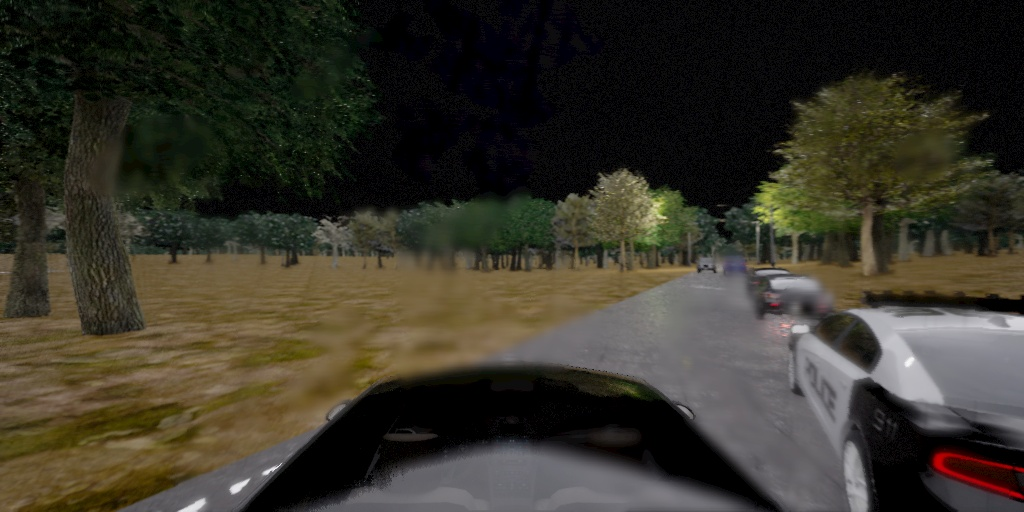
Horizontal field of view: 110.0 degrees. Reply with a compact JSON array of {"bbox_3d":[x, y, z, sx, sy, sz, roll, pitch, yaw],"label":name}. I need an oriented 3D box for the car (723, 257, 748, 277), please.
[{"bbox_3d":[24.873,1.144,39.915,2.150,2.045,5.566,-1,-1,31],"label":"car"}]

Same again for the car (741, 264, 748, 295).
[{"bbox_3d":[12.212,1.301,17.073,1.837,1.490,4.892,-1,-1,31],"label":"car"}]

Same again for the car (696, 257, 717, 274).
[{"bbox_3d":[25.483,1.209,46.895,2.150,2.045,5.566,-1,-1,31],"label":"car"}]

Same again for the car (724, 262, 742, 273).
[{"bbox_3d":[31.184,1.535,50.705,2.033,1.411,5.357,-1,-1,31],"label":"car"}]

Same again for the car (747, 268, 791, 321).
[{"bbox_3d":[9.136,1.296,11.922,1.812,1.442,4.674,-1,-1,31],"label":"car"}]

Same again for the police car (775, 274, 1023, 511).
[{"bbox_3d":[4.061,1.159,3.432,1.930,1.638,5.238,-1,-1,31],"label":"police car"}]
